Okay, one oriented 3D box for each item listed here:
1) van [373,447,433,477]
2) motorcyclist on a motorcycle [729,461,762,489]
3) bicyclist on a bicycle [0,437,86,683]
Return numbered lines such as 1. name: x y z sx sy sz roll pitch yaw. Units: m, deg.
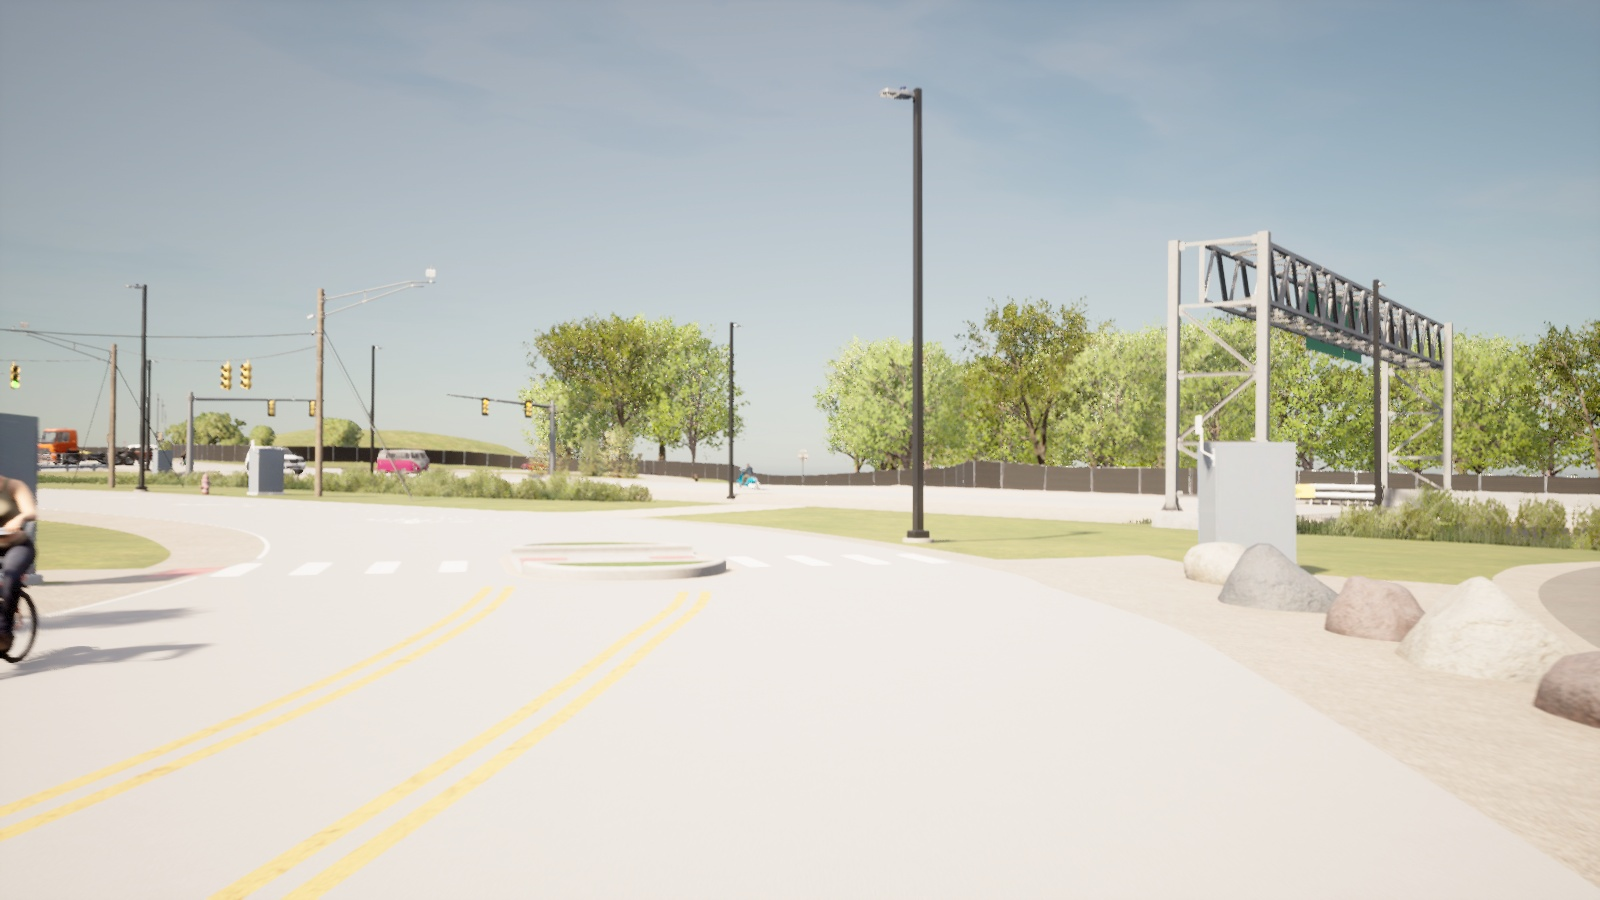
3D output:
1. van: -28.367 0.846 89.711 4.442 1.987 1.775 1 -1 38
2. motorcyclist on a motorcycle: -3.237 1.474 74.687 1.817 1.590 0.866 1 -1 38
3. bicyclist on a bicycle: -5.698 0.723 8.540 0.866 1.612 1.509 0 0 -3
